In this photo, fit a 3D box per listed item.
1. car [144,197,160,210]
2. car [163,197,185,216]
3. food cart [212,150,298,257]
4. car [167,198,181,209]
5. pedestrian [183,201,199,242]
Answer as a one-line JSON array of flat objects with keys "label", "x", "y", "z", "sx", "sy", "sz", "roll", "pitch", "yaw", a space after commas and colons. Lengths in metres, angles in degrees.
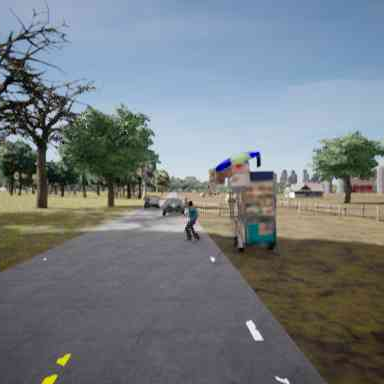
[{"label": "car", "x": -5.335, "y": 1.501, "z": 44.422, "sx": 1.882, "sy": 1.535, "sz": 5.008, "roll": 0, "pitch": 0, "yaw": -3}, {"label": "car", "x": -1.804, "y": 1.336, "z": 33.019, "sx": 2.097, "sy": 1.767, "sz": 4.553, "roll": 0, "pitch": 0, "yaw": -3}, {"label": "food cart", "x": 2.270, "y": 0.422, "z": 13.521, "sx": 2.280, "sy": 3.560, "sz": 4.660, "roll": -1, "pitch": -1, "yaw": -3}, {"label": "car", "x": -2.594, "y": 1.539, "z": 47.574, "sx": 1.837, "sy": 1.490, "sz": 4.892, "roll": 0, "pitch": -1, "yaw": -3}, {"label": "pedestrian", "x": -0.050, "y": 1.251, "z": 14.457, "sx": 0.375, "sy": 1.860, "sz": 0.375, "roll": 1, "pitch": -1, "yaw": -18}]
